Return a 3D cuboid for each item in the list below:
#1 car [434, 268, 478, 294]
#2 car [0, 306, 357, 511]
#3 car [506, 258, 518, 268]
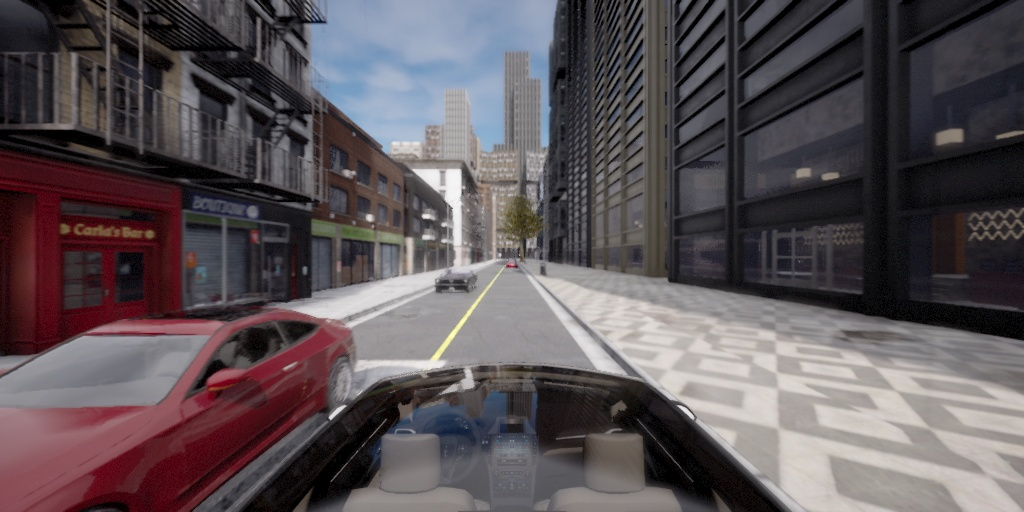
[{"bbox_3d":[-3.068,1.352,20.462,1.895,1.301,4.718,0,0,0],"label":"car"},{"bbox_3d":[-3.084,1.275,3.318,1.812,1.442,4.674,0,0,0],"label":"car"},{"bbox_3d":[-0.004,1.363,60.636,1.994,1.385,4.181,0,0,0],"label":"car"}]
